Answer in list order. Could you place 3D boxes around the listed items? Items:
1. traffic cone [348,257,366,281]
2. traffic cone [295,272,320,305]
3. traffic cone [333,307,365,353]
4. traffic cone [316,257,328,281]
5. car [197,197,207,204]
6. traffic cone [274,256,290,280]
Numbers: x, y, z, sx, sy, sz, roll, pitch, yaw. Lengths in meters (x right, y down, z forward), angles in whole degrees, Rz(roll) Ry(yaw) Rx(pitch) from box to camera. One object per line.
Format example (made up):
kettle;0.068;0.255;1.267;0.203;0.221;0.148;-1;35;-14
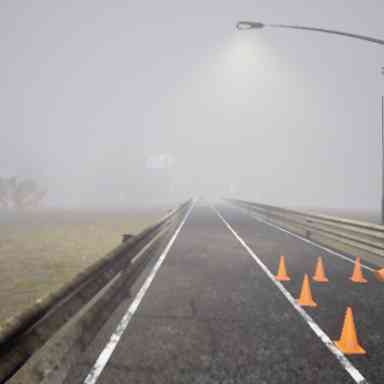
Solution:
traffic cone;4.415;2.045;8.868;0.340;0.580;0.340;1;0;1
traffic cone;2.368;2.008;6.917;0.340;0.580;0.340;1;0;1
traffic cone;2.319;2.003;4.918;0.340;0.580;0.340;1;0;1
traffic cone;3.415;2.029;8.892;0.340;0.580;0.340;1;0;1
car;1.952;1.694;66.789;1.812;1.442;4.674;1;0;1
traffic cone;2.416;2.013;8.916;0.340;0.580;0.340;1;0;1
